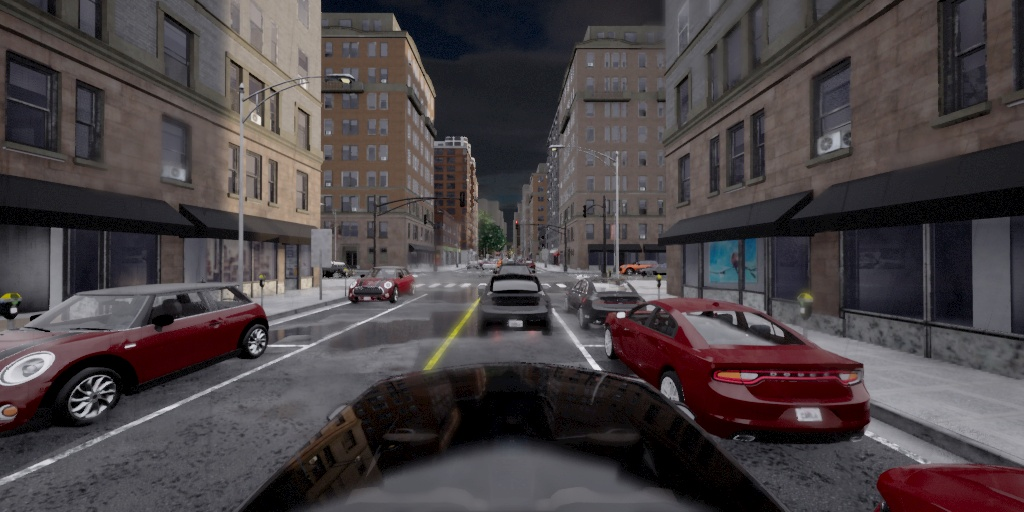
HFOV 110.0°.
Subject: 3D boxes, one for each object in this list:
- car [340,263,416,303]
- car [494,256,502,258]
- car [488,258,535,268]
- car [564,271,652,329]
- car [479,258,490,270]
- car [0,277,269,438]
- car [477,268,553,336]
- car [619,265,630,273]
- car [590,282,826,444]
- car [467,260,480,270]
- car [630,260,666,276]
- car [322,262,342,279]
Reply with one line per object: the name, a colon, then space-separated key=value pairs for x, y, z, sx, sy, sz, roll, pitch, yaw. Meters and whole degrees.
car: x=-5.832 y=1.194 z=16.451 sx=1.967 sy=1.591 sz=4.097 roll=0 pitch=0 yaw=0
car: x=-3.162 y=1.158 z=60.798 sx=2.097 sy=1.767 sz=4.553 roll=0 pitch=0 yaw=0
car: x=0.123 y=1.107 z=17.788 sx=2.097 sy=1.767 sz=4.553 roll=0 pitch=0 yaw=0
car: x=2.685 y=1.303 z=10.949 sx=2.007 sy=1.370 sz=4.403 roll=0 pitch=0 yaw=0
car: x=-3.116 y=1.388 z=50.826 sx=1.895 sy=1.301 sz=4.718 roll=0 pitch=0 yaw=0
car: x=-5.851 y=1.190 z=5.464 sx=1.967 sy=1.591 sz=4.097 roll=0 pitch=0 yaw=0
car: x=0.058 y=1.257 z=10.374 sx=1.837 sy=1.490 sz=4.892 roll=0 pitch=0 yaw=-1
car: x=14.030 y=1.220 z=39.324 sx=4.553 sy=1.767 sz=2.097 roll=0 pitch=0 yaw=0
car: x=2.676 y=1.296 z=5.457 sx=1.888 sy=1.381 sz=4.507 roll=0 pitch=0 yaw=0
car: x=-5.901 y=1.344 z=54.812 sx=2.007 sy=1.370 sz=4.403 roll=0 pitch=0 yaw=0
car: x=15.195 y=1.394 z=36.062 sx=5.357 sy=1.411 sz=2.033 roll=0 pitch=0 yaw=0
car: x=-15.421 y=1.135 z=29.248 sx=5.008 sy=1.535 sz=1.882 roll=0 pitch=0 yaw=-1
